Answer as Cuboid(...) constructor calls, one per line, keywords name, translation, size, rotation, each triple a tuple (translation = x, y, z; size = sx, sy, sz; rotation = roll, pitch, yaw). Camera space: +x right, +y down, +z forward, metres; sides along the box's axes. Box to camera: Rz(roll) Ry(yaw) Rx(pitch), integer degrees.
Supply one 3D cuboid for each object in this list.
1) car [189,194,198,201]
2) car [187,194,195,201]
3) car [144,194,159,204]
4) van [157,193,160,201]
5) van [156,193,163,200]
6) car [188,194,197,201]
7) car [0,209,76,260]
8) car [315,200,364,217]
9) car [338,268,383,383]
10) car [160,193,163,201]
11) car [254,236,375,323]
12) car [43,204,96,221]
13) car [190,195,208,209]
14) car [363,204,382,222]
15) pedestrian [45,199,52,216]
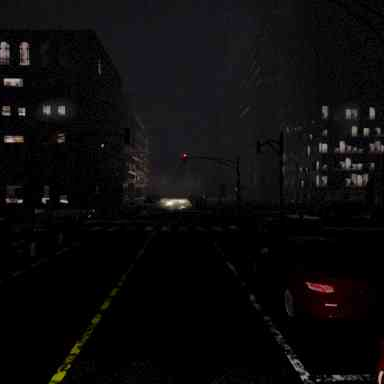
Cuboid(name="car", translation=(0.939, 1.401, 50.664), size=(1.967, 1.590, 4.097), rotation=(-1, 0, -2))
Cuboid(name="car", translation=(-0.206, 1.341, 84.519), size=(1.967, 1.590, 4.097), rotation=(-1, 0, -2))
Cuboid(name="car", translation=(-7.785, 1.510, 61.632), size=(1.947, 1.339, 4.313), rotation=(-1, 0, -2))
Cuboid(name="van", translation=(-7.980, 1.276, 67.275), size=(1.690, 1.788, 3.998), rotation=(-1, 0, -2))
Cuboid(name="van", translation=(-8.747, 1.229, 89.847), size=(1.690, 1.788, 3.998), rotation=(-1, 0, -2))
Cuboid(name="car", translation=(-0.020, 1.353, 78.876), size=(1.967, 1.590, 4.097), rotation=(-1, 0, -2))
Cuboid(name="car", translation=(-6.105, 1.546, 12.236), size=(2.008, 1.369, 4.403), rotation=(-1, 0, -2))
Cuboid(name="car", translation=(14.084, 1.543, 31.078), size=(4.892, 1.490, 1.837), rotation=(0, 1, -1))
Cuboid(name="car", translation=(2.649, 1.544, 1.403), size=(1.887, 1.381, 4.507), rotation=(-1, 0, -2))
Cuboid(name="car", translation=(-8.361, 1.458, 78.560), size=(1.887, 1.381, 4.507), rotation=(-1, 0, -2))
Cuboid(name="car", translation=(2.460, 1.579, 6.981), size=(1.802, 1.307, 4.206), rotation=(-1, 0, -2))
Cuboid(name="car", translation=(-10.168, 1.584, 26.529), size=(4.718, 1.301, 1.895), rotation=(0, 0, 13))
Cuboid(name="car", translation=(1.132, 1.513, 45.021), size=(1.887, 1.381, 4.507), rotation=(-1, 0, -2))
Cuboid(name="car", translation=(15.886, 1.690, 25.198), size=(4.403, 1.369, 2.008), rotation=(0, 1, -1))
Cuboid(name="pedestrian", translation=(-7.930, 1.286, 18.446), size=(0.375, 1.860, 0.375), rotation=(-1, 1, -2))
